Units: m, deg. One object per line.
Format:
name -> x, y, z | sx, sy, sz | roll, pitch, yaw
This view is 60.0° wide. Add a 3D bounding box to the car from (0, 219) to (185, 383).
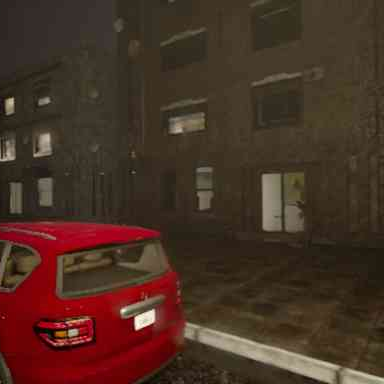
car -> -2.398, 1.309, 4.604 | 5.009, 1.841, 2.192 | 0, -1, 36
